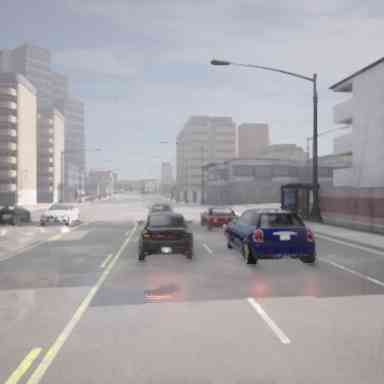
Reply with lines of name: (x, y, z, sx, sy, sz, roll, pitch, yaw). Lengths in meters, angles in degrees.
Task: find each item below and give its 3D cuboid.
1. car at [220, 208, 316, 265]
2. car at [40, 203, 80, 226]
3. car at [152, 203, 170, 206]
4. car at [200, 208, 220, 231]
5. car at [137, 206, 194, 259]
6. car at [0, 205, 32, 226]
car: (2.556, 1.359, 11.910, 2.097, 1.767, 4.553, 0, 0, -5)
car: (-9.335, 1.558, 23.855, 1.812, 1.442, 4.674, 0, 0, -6)
car: (-2.313, 1.549, 24.763, 1.812, 1.442, 4.674, 0, 0, -7)
car: (1.667, 1.615, 20.819, 1.895, 1.301, 4.718, 0, 0, -6)
car: (-1.016, 1.518, 12.660, 1.837, 1.490, 4.892, 0, 0, -5)
car: (-12.787, 1.600, 23.174, 1.994, 1.385, 4.181, 0, 0, -7)
